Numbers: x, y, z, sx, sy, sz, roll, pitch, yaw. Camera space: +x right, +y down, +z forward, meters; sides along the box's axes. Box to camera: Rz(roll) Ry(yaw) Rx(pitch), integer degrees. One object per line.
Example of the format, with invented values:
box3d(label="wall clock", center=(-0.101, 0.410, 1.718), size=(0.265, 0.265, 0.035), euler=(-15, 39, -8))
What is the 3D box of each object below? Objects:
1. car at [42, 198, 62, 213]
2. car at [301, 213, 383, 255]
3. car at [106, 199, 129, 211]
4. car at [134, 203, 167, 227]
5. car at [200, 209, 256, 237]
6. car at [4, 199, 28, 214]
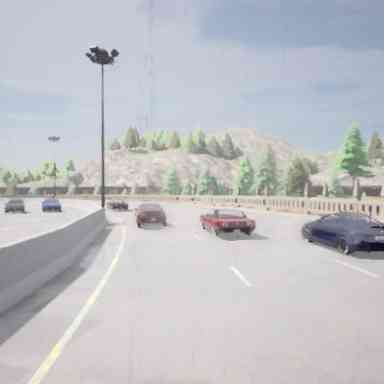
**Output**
box3d(label="car", center=(-15.501, 1.455, 36.818), size=(1.882, 1.535, 5.008), euler=(0, 0, -25))
box3d(label="car", center=(5.965, 1.486, 12.992), size=(1.994, 1.385, 4.181), euler=(0, 0, -7))
box3d(label="car", center=(-9.049, 1.526, 39.997), size=(1.895, 1.301, 4.718), euler=(0, 0, -24))
box3d(label="car", center=(-2.807, 1.457, 21.988), size=(1.812, 1.442, 4.674), euler=(0, 0, -13))
box3d(label="car", center=(1.705, 1.524, 17.687), size=(1.895, 1.301, 4.718), euler=(0, 0, -10))
box3d(label="car", center=(-18.785, 1.510, 35.569), size=(1.837, 1.490, 4.892), euler=(0, 0, -26))
